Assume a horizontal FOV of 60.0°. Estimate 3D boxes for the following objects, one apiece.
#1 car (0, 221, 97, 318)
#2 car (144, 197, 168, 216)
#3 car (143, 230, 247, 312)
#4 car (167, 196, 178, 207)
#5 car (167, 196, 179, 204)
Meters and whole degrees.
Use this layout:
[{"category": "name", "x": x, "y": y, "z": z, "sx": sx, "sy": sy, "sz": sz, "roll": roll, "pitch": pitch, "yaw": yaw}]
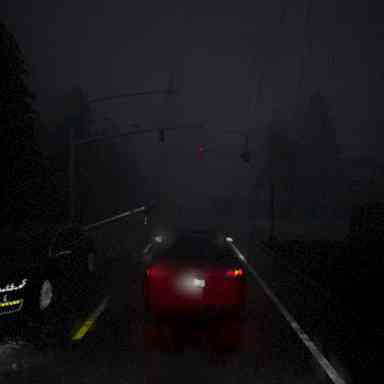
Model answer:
[{"category": "car", "x": -3.620, "y": 1.505, "z": 7.647, "sx": 1.837, "sy": 1.490, "sz": 4.892, "roll": 0, "pitch": 0, "yaw": 0}, {"category": "car", "x": -3.690, "y": 1.525, "z": 33.334, "sx": 1.812, "sy": 1.442, "sz": 4.674, "roll": 0, "pitch": 0, "yaw": 0}, {"category": "car", "x": 0.056, "y": 1.564, "z": 7.815, "sx": 1.994, "sy": 1.385, "sz": 4.181, "roll": 0, "pitch": 0, "yaw": 0}, {"category": "car", "x": -3.729, "y": 1.492, "z": 50.017, "sx": 2.128, "sy": 1.511, "sz": 4.902, "roll": 0, "pitch": 0, "yaw": 0}, {"category": "car", "x": -3.709, "y": 1.546, "z": 64.846, "sx": 2.033, "sy": 1.411, "sz": 5.357, "roll": 0, "pitch": 0, "yaw": 0}]
